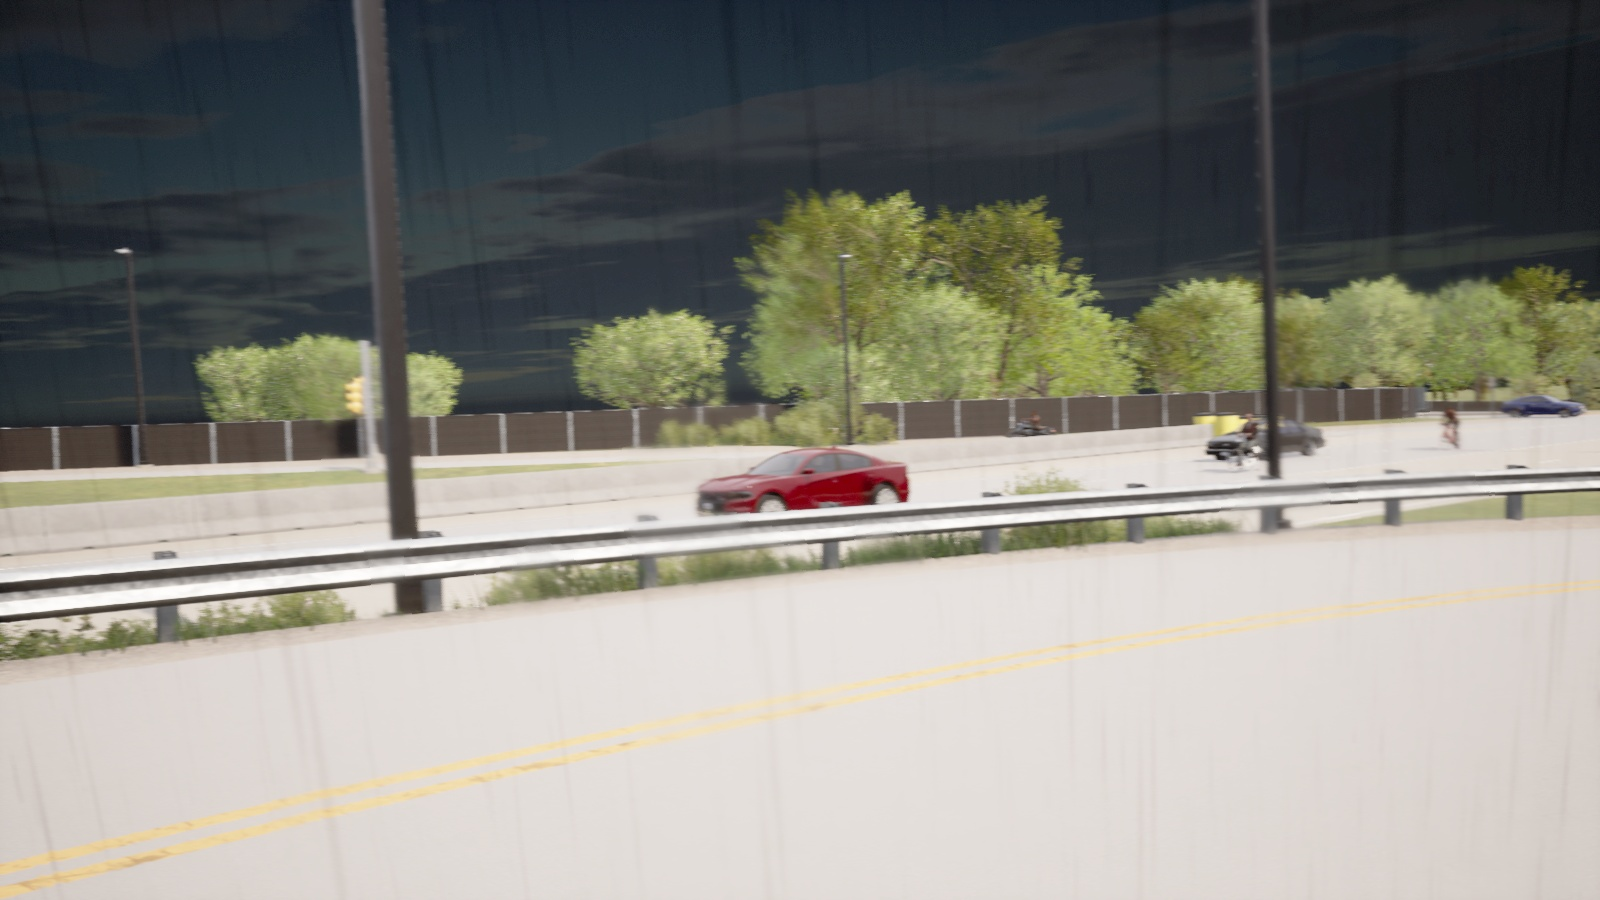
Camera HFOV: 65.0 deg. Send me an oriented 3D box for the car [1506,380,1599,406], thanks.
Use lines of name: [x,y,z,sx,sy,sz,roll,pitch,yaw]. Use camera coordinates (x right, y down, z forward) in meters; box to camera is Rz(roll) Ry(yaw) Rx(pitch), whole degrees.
car: [47.594,-3.602,79.529,1.812,1.442,4.674,-5,3,-39]

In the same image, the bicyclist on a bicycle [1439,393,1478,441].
bicyclist on a bicycle: [23.717,-1.186,45.216,1.656,1.620,0.582,-5,3,-39]

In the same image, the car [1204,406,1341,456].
car: [16.593,-0.680,43.953,5.357,1.411,2.033,-5,3,-39]

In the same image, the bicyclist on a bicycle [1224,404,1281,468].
bicyclist on a bicycle: [13.245,-0.427,36.742,1.843,1.776,0.659,-4,2,-39]

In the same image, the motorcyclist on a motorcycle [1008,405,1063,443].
motorcyclist on a motorcycle: [10.812,-1.196,57.703,2.350,1.649,0.766,-3,2,-16]

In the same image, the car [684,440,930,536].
car: [0.234,0.718,26.212,5.008,1.535,1.882,-5,3,-39]
